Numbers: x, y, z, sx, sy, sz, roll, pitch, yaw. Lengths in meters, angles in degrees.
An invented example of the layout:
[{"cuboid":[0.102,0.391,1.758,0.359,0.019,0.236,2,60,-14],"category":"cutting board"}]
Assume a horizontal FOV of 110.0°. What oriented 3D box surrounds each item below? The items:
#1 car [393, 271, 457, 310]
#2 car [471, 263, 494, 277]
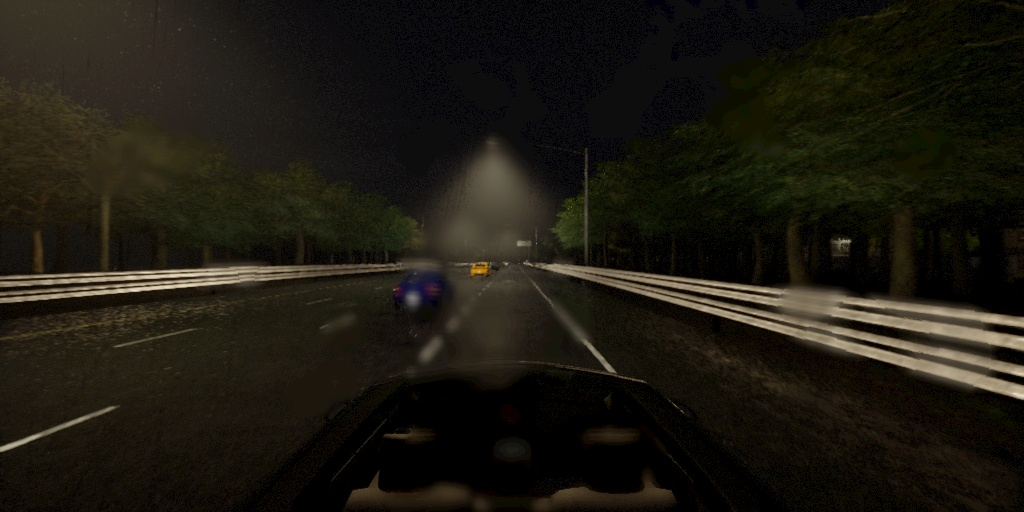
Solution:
[{"cuboid":[-3.490,1.339,14.924,1.812,1.442,4.674,0,0,0],"category":"car"},{"cuboid":[-3.425,1.553,40.090,1.882,1.535,5.008,0,-1,0],"category":"car"}]
